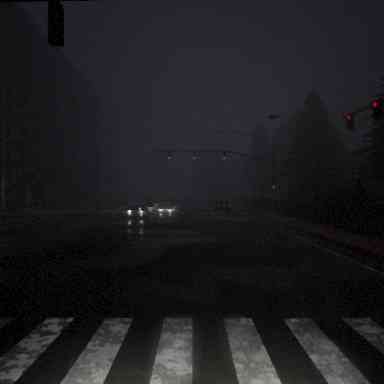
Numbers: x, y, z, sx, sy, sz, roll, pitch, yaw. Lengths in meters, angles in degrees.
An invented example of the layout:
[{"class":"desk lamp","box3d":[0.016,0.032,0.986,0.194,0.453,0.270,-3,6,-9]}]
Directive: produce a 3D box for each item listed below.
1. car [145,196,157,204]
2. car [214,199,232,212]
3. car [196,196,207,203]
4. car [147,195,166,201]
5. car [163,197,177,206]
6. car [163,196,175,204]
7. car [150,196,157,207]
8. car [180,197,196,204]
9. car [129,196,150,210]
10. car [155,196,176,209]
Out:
[{"class":"car","box3d":[-8.083,1.559,65.205,1.812,1.442,4.674,0,0,-12]},{"class":"car","box3d":[3.628,1.567,39.894,2.033,1.411,5.357,0,0,0]},{"class":"car","box3d":[1.834,1.560,68.800,1.812,1.442,4.674,0,0,-14]},{"class":"car","box3d":[-8.809,1.582,82.710,2.033,1.411,5.357,0,0,-41]},{"class":"car","box3d":[-3.579,1.575,55.525,2.033,1.411,5.357,0,0,0]},{"class":"car","box3d":[-4.643,1.559,65.873,1.812,1.442,4.674,0,0,-11]},{"class":"car","box3d":[-7.107,1.504,52.870,1.882,1.535,5.008,0,0,-1]},{"class":"car","box3d":[-1.072,1.634,66.343,1.895,1.301,4.718,0,0,-12]},{"class":"car","box3d":[-7.050,1.548,43.610,1.812,1.442,4.674,0,0,0]},{"class":"car","box3d":[-3.545,1.587,46.340,1.994,1.385,4.181,0,0,0]}]
